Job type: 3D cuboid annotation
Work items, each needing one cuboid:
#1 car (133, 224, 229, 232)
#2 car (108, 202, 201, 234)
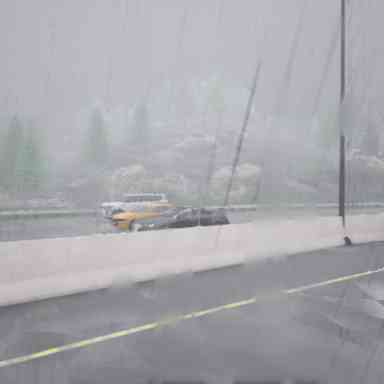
[{"bbox_3d":[-0.423,1.450,16.235,4.902,1.511,2.128,0,0,-32],"label":"car"},{"bbox_3d":[-2.108,1.422,19.318,5.008,1.535,1.882,0,0,-32],"label":"car"}]
